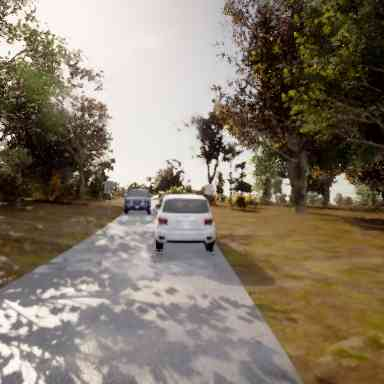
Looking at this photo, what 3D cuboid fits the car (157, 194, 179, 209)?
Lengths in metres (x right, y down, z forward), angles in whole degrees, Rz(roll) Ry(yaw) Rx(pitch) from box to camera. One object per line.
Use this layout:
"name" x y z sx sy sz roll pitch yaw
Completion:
"car" -2.737 1.026 37.199 2.033 1.411 5.357 1 1 -8

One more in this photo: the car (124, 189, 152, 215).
"car" -4.576 0.765 28.593 2.150 2.045 5.566 1 1 -7

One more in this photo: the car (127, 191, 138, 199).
"car" -12.412 0.639 68.777 1.812 1.442 4.674 2 0 -15

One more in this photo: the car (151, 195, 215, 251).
"car" -0.348 1.113 13.871 2.150 2.045 5.566 1 1 -3
